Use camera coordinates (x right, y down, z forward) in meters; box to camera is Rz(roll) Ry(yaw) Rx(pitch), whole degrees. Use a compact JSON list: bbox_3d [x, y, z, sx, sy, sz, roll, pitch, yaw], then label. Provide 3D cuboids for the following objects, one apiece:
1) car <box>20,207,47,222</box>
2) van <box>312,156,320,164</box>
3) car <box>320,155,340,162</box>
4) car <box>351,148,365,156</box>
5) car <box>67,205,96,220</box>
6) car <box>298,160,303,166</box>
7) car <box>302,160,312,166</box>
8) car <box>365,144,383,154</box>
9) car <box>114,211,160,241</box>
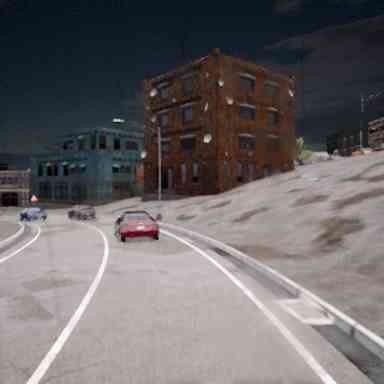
[{"bbox_3d":[-17.404,2.408,36.405,1.812,1.442,4.674,-2,-1,-41],"label":"car"},{"bbox_3d":[24.836,-5.846,63.069,1.878,1.987,4.442,0,1,2],"label":"van"},{"bbox_3d":[24.626,-5.497,57.681,2.231,1.521,4.892,0,1,2],"label":"car"},{"bbox_3d":[24.199,-5.360,46.673,2.185,1.767,4.553,0,1,2],"label":"car"},{"bbox_3d":[-11.693,2.101,34.992,2.128,1.511,4.902,-2,-1,-35],"label":"car"},{"bbox_3d":[25.269,-6.107,74.188,2.435,2.045,5.566,0,1,2],"label":"car"},{"bbox_3d":[25.057,-5.703,68.711,2.002,1.452,4.674,0,1,2],"label":"car"},{"bbox_3d":[23.984,-5.222,41.158,2.185,1.767,4.553,0,1,2],"label":"car"},{"bbox_3d":[-3.018,1.694,17.728,1.994,1.385,4.181,-1,-1,-17],"label":"car"}]
